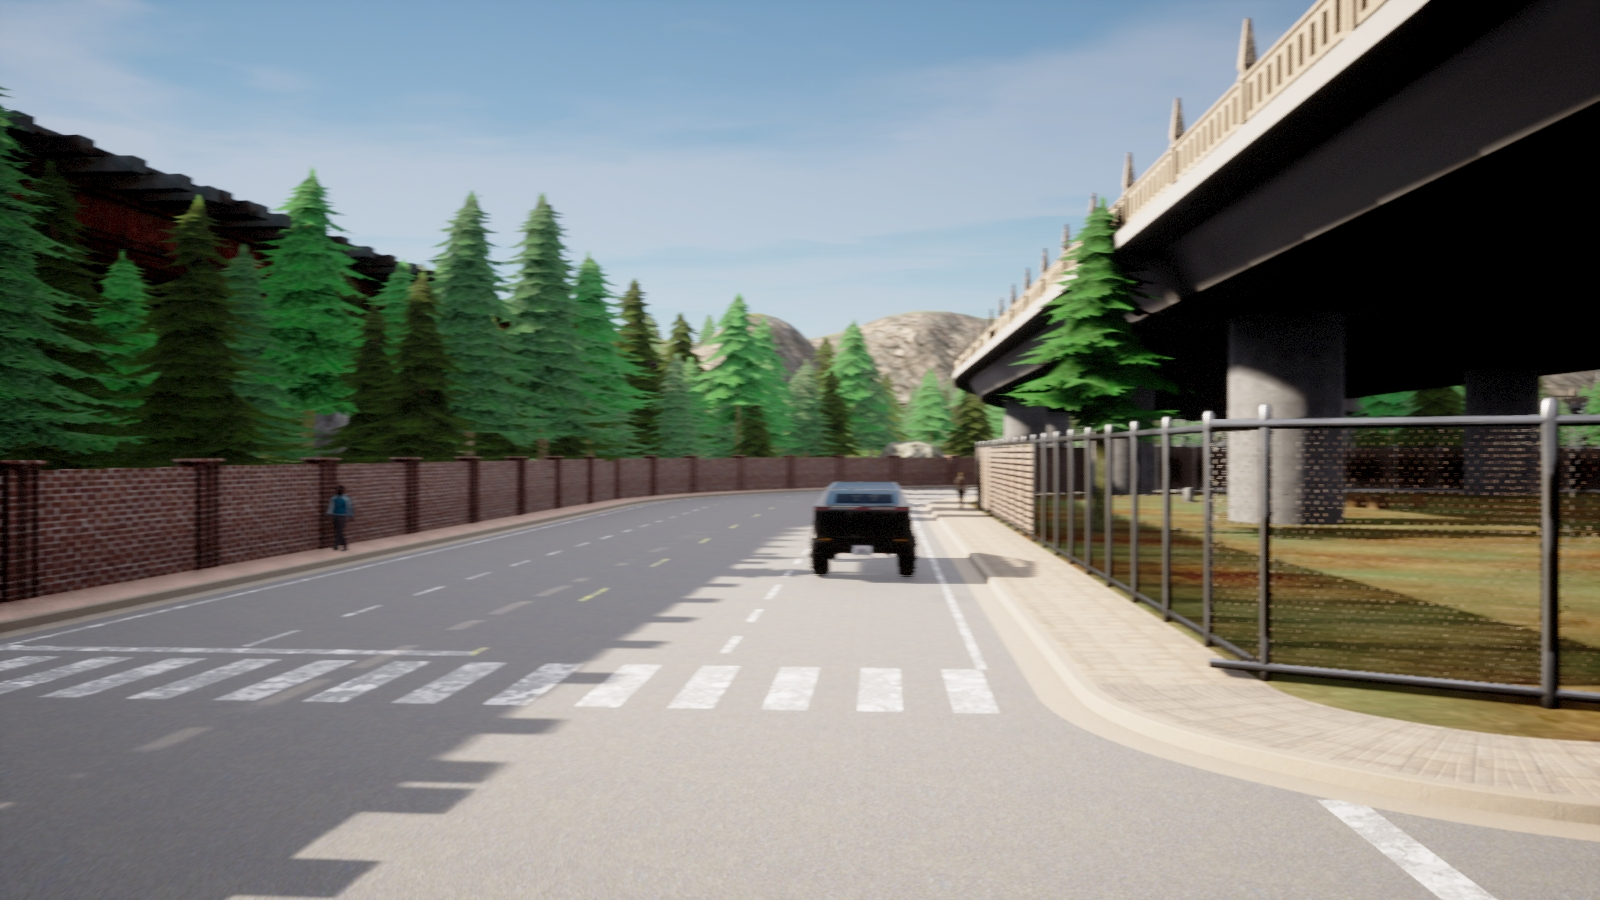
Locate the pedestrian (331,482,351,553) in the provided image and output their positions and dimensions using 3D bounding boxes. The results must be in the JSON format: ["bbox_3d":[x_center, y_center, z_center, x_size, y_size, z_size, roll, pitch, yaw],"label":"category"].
[{"bbox_3d":[-12.099,1.771,30.132,0.375,1.860,0.375,0,0,2],"label":"pedestrian"}]

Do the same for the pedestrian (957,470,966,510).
[{"bbox_3d":[7.487,1.859,52.983,0.375,1.860,0.375,0,0,5],"label":"pedestrian"}]

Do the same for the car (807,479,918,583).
[{"bbox_3d":[1.586,1.837,27.926,2.390,2.098,6.274,0,0,4],"label":"car"}]
